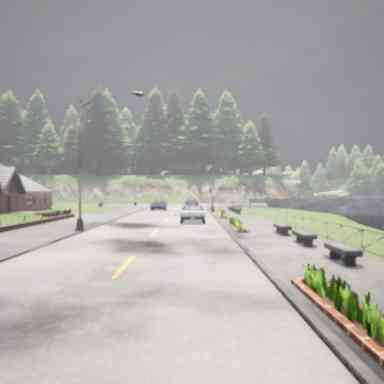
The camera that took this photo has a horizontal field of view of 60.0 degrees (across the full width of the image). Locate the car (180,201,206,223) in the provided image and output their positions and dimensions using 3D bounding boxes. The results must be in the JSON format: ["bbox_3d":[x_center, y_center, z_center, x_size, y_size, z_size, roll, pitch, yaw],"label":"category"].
[{"bbox_3d":[0.066,1.616,26.029,1.895,1.301,4.718,0,0,0],"label":"car"}]

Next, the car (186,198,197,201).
[{"bbox_3d":[-0.054,1.593,50.437,1.994,1.385,4.181,0,0,-1],"label":"car"}]

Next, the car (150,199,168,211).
[{"bbox_3d":[-4.037,1.572,41.169,2.033,1.411,5.357,0,0,0],"label":"car"}]
